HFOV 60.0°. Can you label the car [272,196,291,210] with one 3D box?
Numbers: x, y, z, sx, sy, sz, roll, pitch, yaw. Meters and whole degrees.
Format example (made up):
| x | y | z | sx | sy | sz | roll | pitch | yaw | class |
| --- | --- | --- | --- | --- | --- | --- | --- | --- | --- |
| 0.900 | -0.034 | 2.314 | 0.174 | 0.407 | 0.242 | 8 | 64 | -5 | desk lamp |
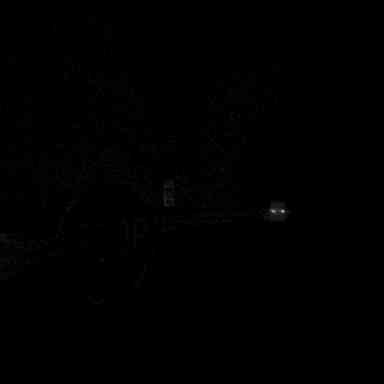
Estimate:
| x | y | z | sx | sy | sz | roll | pitch | yaw | class |
| --- | --- | --- | --- | --- | --- | --- | --- | --- | --- |
| 14.653 | 1.718 | 53.046 | 2.150 | 2.045 | 5.566 | 0 | -1 | 35 | car |
